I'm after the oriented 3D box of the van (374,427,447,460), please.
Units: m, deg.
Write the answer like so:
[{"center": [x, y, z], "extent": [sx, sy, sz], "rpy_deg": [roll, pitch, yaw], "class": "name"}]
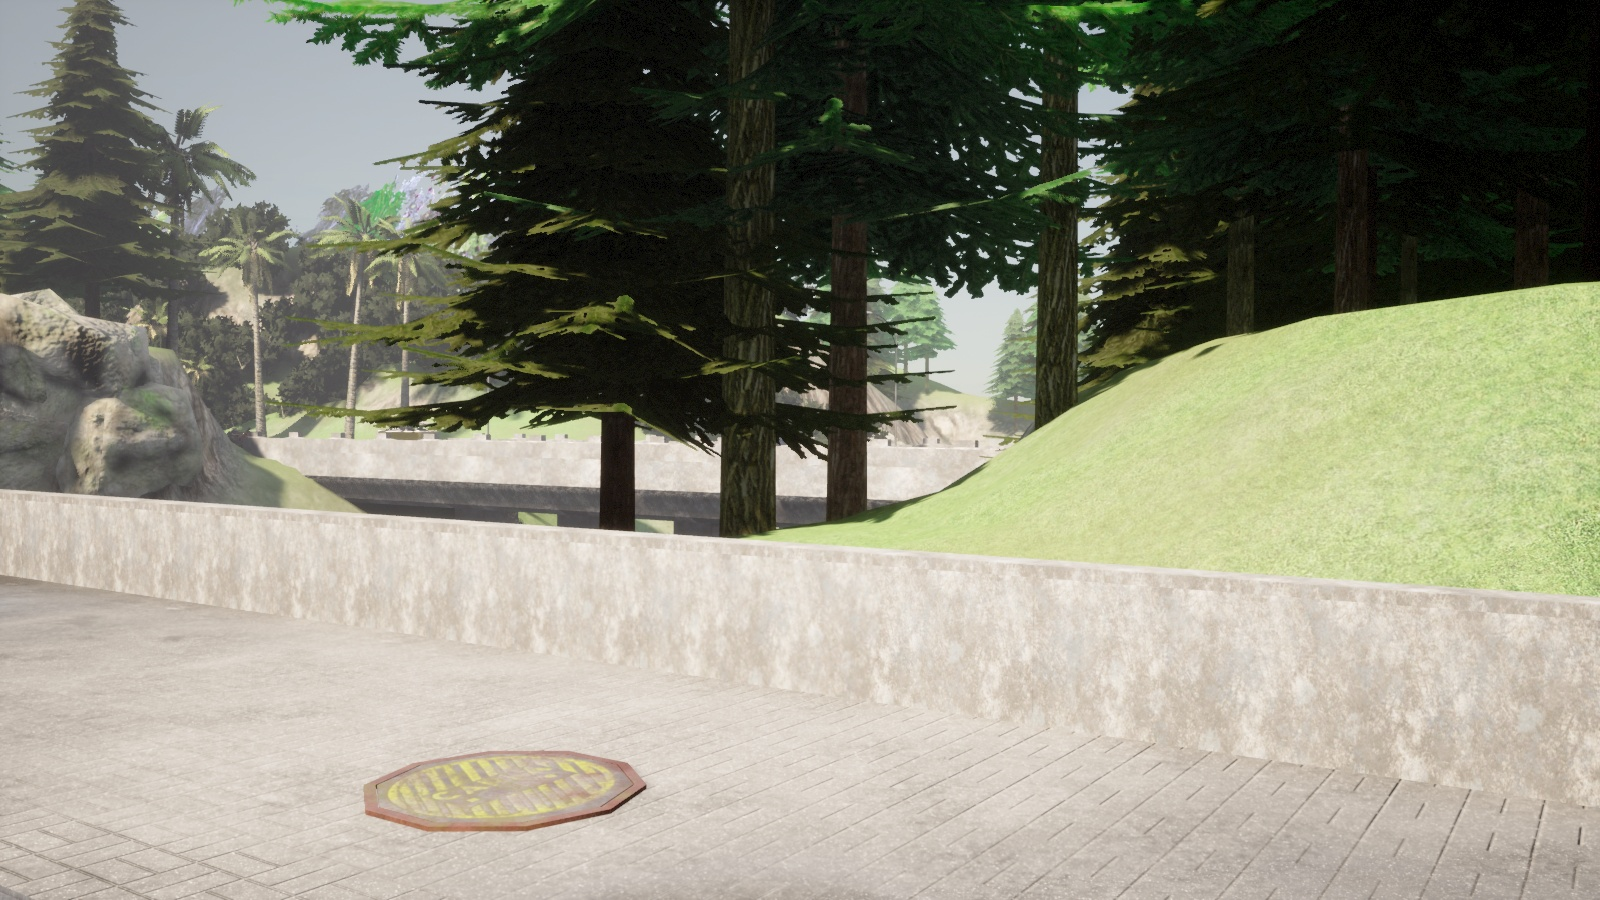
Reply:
[{"center": [-24.864, -0.412, 80.146], "extent": [4.480, 2.038, 2.069], "rpy_deg": [0, 1, 34], "class": "van"}]
